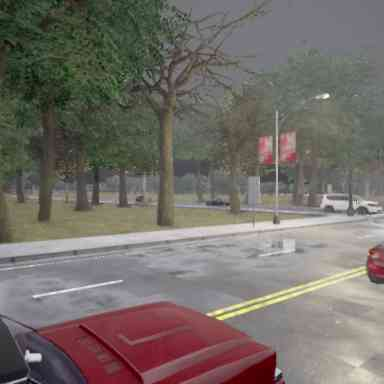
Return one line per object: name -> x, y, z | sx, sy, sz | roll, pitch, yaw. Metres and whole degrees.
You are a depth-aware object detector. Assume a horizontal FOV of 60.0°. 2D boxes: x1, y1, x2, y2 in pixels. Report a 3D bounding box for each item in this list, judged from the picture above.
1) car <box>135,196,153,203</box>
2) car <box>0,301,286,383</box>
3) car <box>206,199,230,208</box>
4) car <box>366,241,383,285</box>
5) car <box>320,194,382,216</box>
car -> -9.346, 1.472, 64.295 | 1.837, 1.490, 4.892 | 0, 0, -38
car -> -1.454, 1.601, 2.325 | 4.718, 1.301, 1.895 | 0, 0, -38
car -> 4.116, 1.571, 47.071 | 1.895, 1.301, 4.718 | 0, 0, -38
car -> 6.031, 1.527, 8.248 | 4.674, 1.442, 1.812 | 0, 0, -38
car -> 15.512, 1.215, 32.818 | 2.150, 2.045, 5.566 | 0, 0, -40
